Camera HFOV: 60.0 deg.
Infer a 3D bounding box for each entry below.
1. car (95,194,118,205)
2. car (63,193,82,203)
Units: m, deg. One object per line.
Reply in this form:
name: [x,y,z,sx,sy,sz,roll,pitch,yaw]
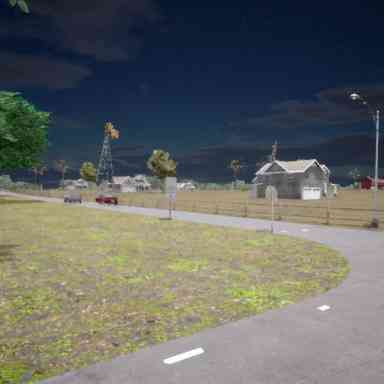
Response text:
car: [-12.248,1.052,47.395,1.882,1.535,5.008,2,-1,-35]
car: [-18.412,0.931,51.304,1.837,1.490,4.892,2,-1,-35]
